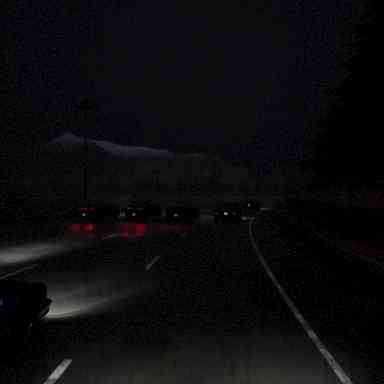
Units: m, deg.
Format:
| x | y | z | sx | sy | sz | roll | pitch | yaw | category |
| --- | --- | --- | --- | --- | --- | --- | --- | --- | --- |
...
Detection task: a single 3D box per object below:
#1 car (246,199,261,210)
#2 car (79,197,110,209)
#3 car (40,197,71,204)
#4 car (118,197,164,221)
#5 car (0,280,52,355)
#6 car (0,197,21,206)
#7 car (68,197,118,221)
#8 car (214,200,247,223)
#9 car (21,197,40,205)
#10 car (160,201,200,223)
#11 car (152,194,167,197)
| x | y | z | sx | sy | sz | roll | pitch | yaw | category |
| --- | --- | --- | --- | --- | --- | --- | --- | --- | --- |
| 7.537 | 1.541 | 42.081 | 1.994 | 1.385 | 4.181 | 0 | 0 | 19 | car |
| -13.437 | 1.456 | 46.157 | 1.812 | 1.442 | 4.674 | 0 | 0 | 18 | car |
| -17.543 | 1.401 | 44.815 | 1.882 | 1.535 | 5.008 | 0 | 0 | 18 | car |
| -3.847 | 1.459 | 27.300 | 2.128 | 1.511 | 4.902 | 0 | 0 | 12 | car |
| -3.298 | 1.538 | 3.025 | 2.033 | 1.411 | 5.357 | 0 | 0 | 2 | car |
| -24.623 | 1.411 | 45.552 | 1.837 | 1.490 | 4.892 | 0 | 1 | 17 | car |
| -7.495 | 1.452 | 26.885 | 2.128 | 1.511 | 4.902 | 0 | 0 | 11 | car |
| 2.810 | 1.530 | 25.137 | 2.033 | 1.411 | 5.357 | 0 | 0 | 12 | car |
| -20.853 | 1.481 | 45.931 | 1.994 | 1.385 | 4.181 | 0 | 0 | 18 | car |
| -0.632 | 1.453 | 25.558 | 1.882 | 1.535 | 5.008 | 0 | 0 | 11 | car |
| -8.173 | 1.149 | 82.811 | 2.097 | 1.767 | 4.553 | 0 | 0 | 31 | car |
